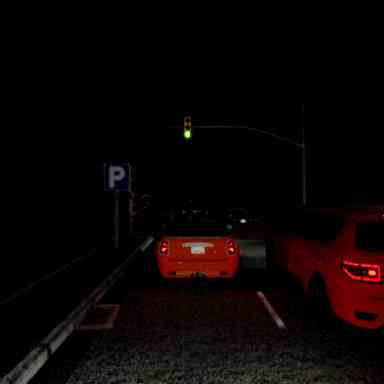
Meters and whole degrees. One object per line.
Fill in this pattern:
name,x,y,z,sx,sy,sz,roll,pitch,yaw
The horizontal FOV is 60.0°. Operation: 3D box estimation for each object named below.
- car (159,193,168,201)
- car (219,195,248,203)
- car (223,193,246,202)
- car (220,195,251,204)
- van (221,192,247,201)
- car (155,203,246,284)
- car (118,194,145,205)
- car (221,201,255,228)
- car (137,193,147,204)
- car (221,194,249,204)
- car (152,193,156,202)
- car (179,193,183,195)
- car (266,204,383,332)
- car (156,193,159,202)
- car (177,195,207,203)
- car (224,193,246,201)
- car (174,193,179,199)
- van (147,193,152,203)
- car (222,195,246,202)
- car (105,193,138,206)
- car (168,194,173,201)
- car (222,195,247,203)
car,-8.579,1.465,77.122,4.674,1.452,2.002,-1,0,-12
car,8.078,1.347,64.623,5.366,1.575,1.946,1,0,-13
car,9.338,1.232,73.480,4.553,1.767,2.185,1,0,-12
car,8.101,1.349,61.772,5.366,1.575,1.946,1,0,-13
van,7.191,1.118,55.807,4.442,1.987,1.878,1,0,-14
car,0.157,1.384,9.886,2.097,1.767,4.553,0,0,0
car,-10.804,1.276,59.129,4.553,1.767,2.185,-1,0,-14
car,2.985,1.583,22.515,1.812,1.442,4.674,0,0,-3
car,-10.893,1.390,56.177,5.366,1.575,1.946,-1,0,-15
car,7.569,1.222,58.777,4.553,1.767,2.185,1,0,-14
car,-10.120,1.411,65.141,4.892,1.521,2.231,-1,0,-14
car,-5.728,1.321,95.029,4.553,1.767,2.185,-1,0,-10
car,3.130,1.245,7.003,2.150,2.045,5.566,0,0,0
car,-9.752,1.453,68.137,4.674,1.452,2.002,-1,0,-13
car,0.150,1.363,24.401,2.097,1.767,4.553,1,1,-2
car,10.229,1.237,79.350,4.553,1.767,2.185,1,0,-11
car,-6.760,1.440,89.070,5.008,1.535,2.097,-1,0,-11
van,-10.343,1.178,62.170,4.442,1.987,1.878,-1,0,-14
car,8.975,1.396,70.549,4.674,1.452,2.002,1,0,-12
car,-11.533,1.429,53.183,4.792,1.488,2.163,-1,0,-15
car,-8.133,1.177,80.130,5.566,2.045,2.435,-1,0,-12
car,8.607,1.394,67.611,4.674,1.452,2.002,1,0,-13
